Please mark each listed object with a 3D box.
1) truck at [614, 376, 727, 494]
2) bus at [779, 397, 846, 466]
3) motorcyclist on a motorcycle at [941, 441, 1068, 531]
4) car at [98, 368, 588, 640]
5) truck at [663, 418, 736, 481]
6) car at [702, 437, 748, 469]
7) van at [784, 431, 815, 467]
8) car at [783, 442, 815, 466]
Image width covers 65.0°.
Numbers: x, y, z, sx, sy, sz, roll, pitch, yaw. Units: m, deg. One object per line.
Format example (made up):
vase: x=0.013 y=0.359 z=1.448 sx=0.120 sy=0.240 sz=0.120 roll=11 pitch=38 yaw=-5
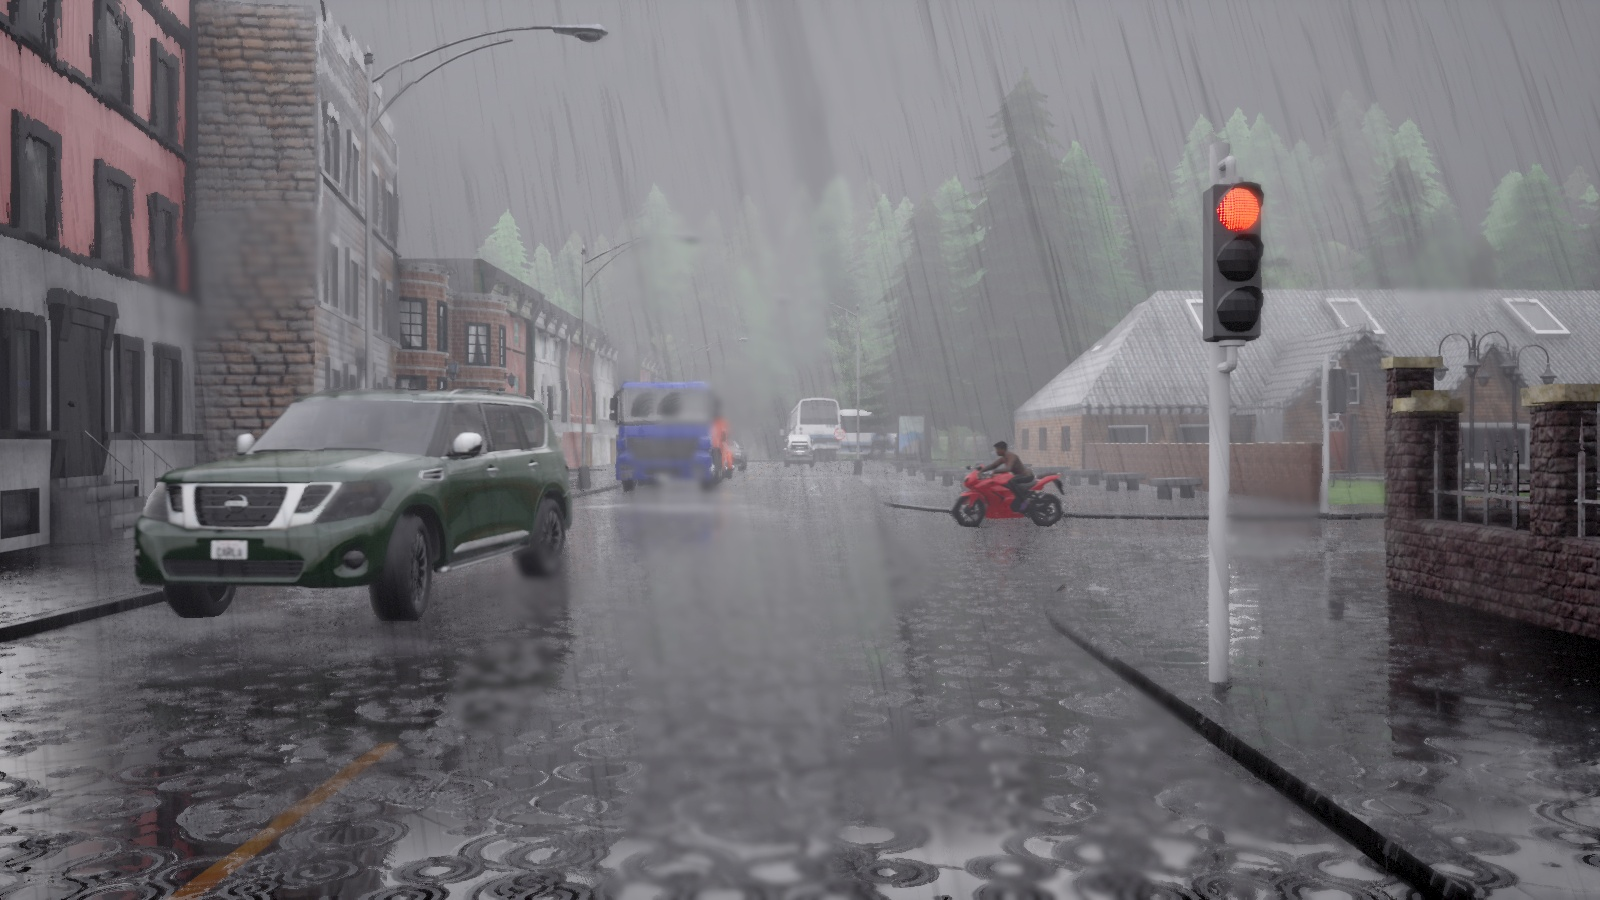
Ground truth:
truck: x=-4.047 y=-0.470 z=41.022 sx=2.891 sy=3.462 sz=7.936 roll=0 pitch=0 yaw=0
bus: x=0.833 y=-1.278 z=96.313 sx=3.944 sy=4.253 sz=10.273 roll=0 pitch=-5 yaw=-6
motorcyclist on a motorcycle: x=3.559 y=0.608 z=21.920 sx=2.044 sy=1.523 sz=0.797 roll=0 pitch=1 yaw=-10
car: x=-3.990 y=0.392 z=12.357 sx=2.150 sy=2.045 sz=5.566 roll=0 pitch=0 yaw=8
truck: x=-4.061 y=-0.035 z=51.564 sx=2.627 sy=2.467 sz=5.204 roll=0 pitch=0 yaw=0
car: x=-4.042 y=0.136 z=68.438 sx=2.152 sy=1.651 sz=5.027 roll=0 pitch=0 yaw=0
van: x=-0.069 y=-0.080 z=88.819 sx=2.069 sy=2.038 sz=4.480 roll=0 pitch=7 yaw=-1
car: x=-0.034 y=0.264 z=79.399 sx=1.970 sy=1.475 sz=3.806 roll=0 pitch=0 yaw=0
